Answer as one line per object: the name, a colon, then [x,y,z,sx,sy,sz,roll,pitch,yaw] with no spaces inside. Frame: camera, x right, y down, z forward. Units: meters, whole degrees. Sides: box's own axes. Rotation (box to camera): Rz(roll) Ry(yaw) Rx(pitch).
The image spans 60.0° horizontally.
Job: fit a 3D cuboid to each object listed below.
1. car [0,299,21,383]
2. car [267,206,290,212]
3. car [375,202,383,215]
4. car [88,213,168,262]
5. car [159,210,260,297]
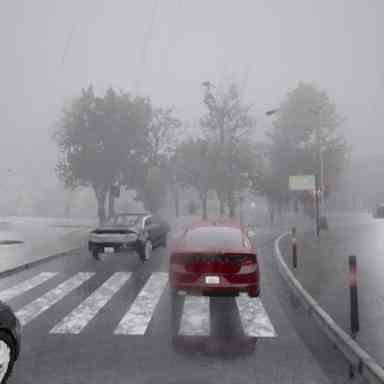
car: [-3.059,1.510,2.151,1.837,1.490,4.892,0,0,1]
car: [18.937,3.892,72.846,4.892,1.490,1.837,-3,-5,37]
car: [23.799,2.011,40.992,1.812,1.442,4.674,-2,-2,27]
car: [-2.086,1.532,12.363,2.128,1.511,4.902,-1,0,9]
car: [0.633,1.470,8.626,1.882,1.535,5.008,-1,0,6]
